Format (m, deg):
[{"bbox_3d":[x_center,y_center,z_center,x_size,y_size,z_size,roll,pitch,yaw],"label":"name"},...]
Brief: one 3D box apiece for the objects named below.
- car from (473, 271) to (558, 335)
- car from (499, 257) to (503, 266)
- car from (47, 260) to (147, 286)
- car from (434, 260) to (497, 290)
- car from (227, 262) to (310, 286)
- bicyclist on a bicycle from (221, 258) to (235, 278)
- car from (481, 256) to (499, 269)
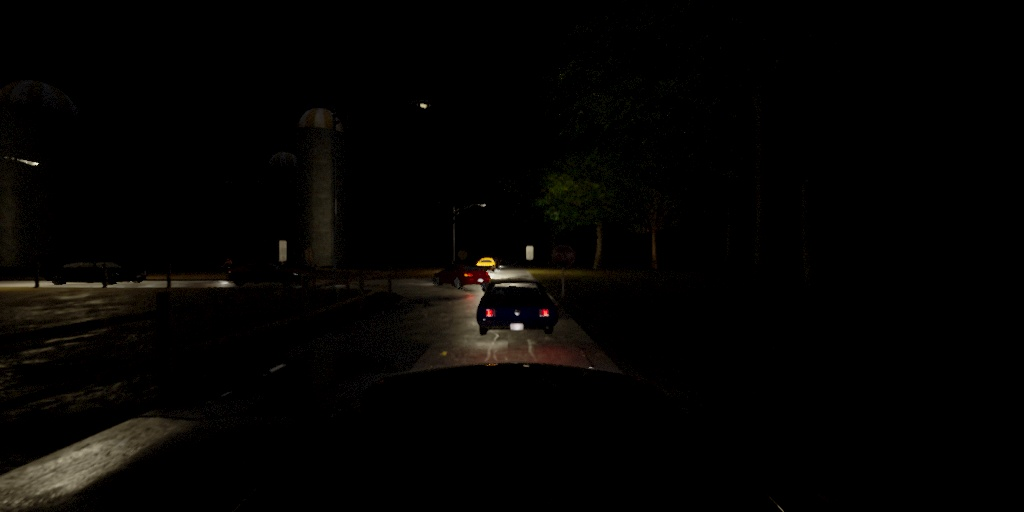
[{"bbox_3d":[0.059,1.295,10.301,1.895,1.301,4.718,0,0,-2],"label":"car"},{"bbox_3d":[-2.833,1.002,50.438,2.128,1.511,4.902,0,0,0],"label":"car"},{"bbox_3d":[-26.274,1.031,22.814,5.008,1.535,1.882,0,1,0],"label":"car"},{"bbox_3d":[-3.053,1.145,21.495,1.812,1.442,4.674,0,1,-35],"label":"car"},{"bbox_3d":[-15.499,1.104,22.940,4.674,1.442,1.812,0,1,-2],"label":"car"},{"bbox_3d":[-22.739,0.962,28.817,0.582,1.620,1.656,0,0,0],"label":"bicyclist on a bicycle"},{"bbox_3d":[-2.844,1.010,40.411,1.882,1.535,5.008,0,0,0],"label":"car"}]
